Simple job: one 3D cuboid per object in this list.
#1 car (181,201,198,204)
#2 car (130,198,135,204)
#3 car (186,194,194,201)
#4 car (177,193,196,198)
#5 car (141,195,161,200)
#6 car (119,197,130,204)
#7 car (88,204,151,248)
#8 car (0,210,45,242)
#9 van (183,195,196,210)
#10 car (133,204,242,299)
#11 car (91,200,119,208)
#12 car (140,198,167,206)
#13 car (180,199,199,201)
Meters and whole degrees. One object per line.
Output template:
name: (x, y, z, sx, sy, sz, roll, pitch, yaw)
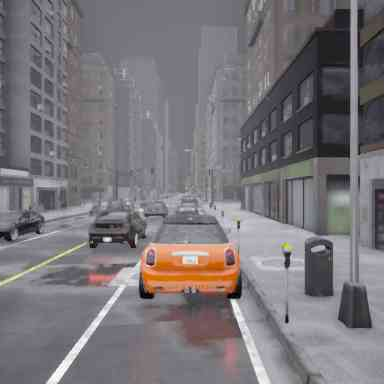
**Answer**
car: (-0.287, 1.551, 21.888, 2.008, 1.369, 4.403, 0, 0, 0)
car: (-8.813, 1.441, 43.978, 1.967, 1.590, 4.097, 0, 0, 0)
car: (-0.572, 1.469, 87.873, 1.967, 1.590, 4.097, 0, 0, -1)
car: (-0.287, 1.316, 38.459, 2.192, 1.841, 5.009, 0, 0, 0)
car: (-6.145, 1.406, 47.805, 2.097, 1.767, 4.553, 0, 0, 0)
car: (-8.813, 1.567, 38.453, 1.947, 1.339, 4.313, 0, 0, 0)
car: (-3.145, 1.517, 14.775, 1.837, 1.490, 4.892, 0, 0, 0)
car: (-8.813, 1.566, 16.352, 1.947, 1.339, 4.313, 0, 0, 0)
van: (-0.287, 1.342, 43.983, 1.690, 1.788, 3.998, 0, 0, 0)
car: (-0.032, 1.352, 8.621, 2.097, 1.767, 4.553, 0, 0, 0)
car: (-8.813, 1.582, 32.928, 1.802, 1.307, 4.206, 0, 0, 0)
car: (-3.145, 1.564, 29.775, 2.033, 1.411, 5.357, 0, 0, 0)
car: (-0.287, 1.551, 27.412, 2.008, 1.369, 4.403, 0, 0, 0)
